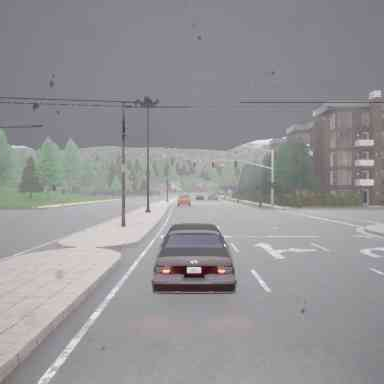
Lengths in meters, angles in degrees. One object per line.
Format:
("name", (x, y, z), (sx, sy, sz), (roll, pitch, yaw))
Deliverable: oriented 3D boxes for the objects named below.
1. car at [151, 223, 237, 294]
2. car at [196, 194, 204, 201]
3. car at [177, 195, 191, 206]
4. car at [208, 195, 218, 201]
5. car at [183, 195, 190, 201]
("car", (0.051, 1.547, 8.906), (2.033, 1.411, 5.357), (0, 0, 0))
("car", (2.066, 1.477, 85.513), (1.882, 1.535, 5.008), (0, 0, 0))
("car", (-1.302, 1.352, 54.653), (2.097, 1.767, 4.553), (0, 0, -1))
("car", (5.566, 1.539, 85.517), (2.033, 1.411, 5.357), (0, 0, 0))
("car", (-1.434, 1.523, 85.478), (1.812, 1.442, 4.674), (0, 0, 0))
